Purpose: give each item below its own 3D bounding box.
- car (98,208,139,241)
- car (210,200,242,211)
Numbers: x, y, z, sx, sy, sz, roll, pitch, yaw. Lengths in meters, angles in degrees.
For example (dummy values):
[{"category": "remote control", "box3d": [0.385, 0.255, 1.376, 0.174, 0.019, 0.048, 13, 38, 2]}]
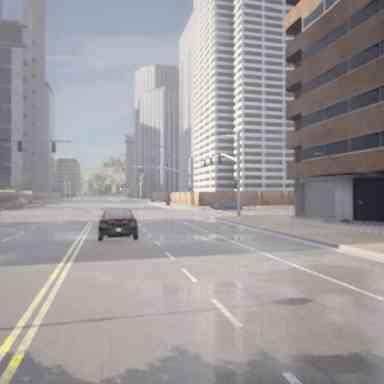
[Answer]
[{"category": "car", "box3d": [-3.891, 1.576, 17.428, 1.882, 1.535, 5.008, 0, 0, -14]}, {"category": "car", "box3d": [4.536, 1.788, 44.307, 4.181, 1.385, 1.994, 0, 0, -14]}]
